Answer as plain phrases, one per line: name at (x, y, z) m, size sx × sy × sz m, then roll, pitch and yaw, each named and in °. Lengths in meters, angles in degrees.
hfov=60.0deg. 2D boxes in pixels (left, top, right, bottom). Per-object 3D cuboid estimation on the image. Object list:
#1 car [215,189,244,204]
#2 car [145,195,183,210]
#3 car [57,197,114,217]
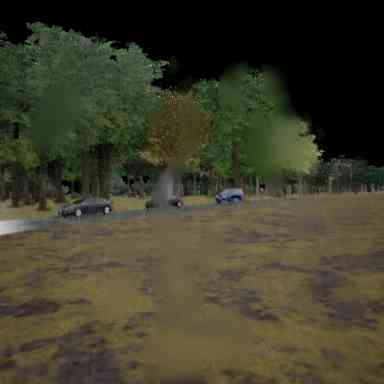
car at (5.502, 0.574, 47.946) m, size 2.150 × 2.045 × 5.566 m, roll -3°, pitch -1°, yaw 36°
car at (-2.952, 1.048, 36.016) m, size 1.882 × 1.535 × 5.008 m, roll -3°, pitch 0°, yaw 35°
car at (-8.794, 1.235, 27.755) m, size 1.837 × 1.490 × 4.892 m, roll -3°, pitch -1°, yaw 35°
